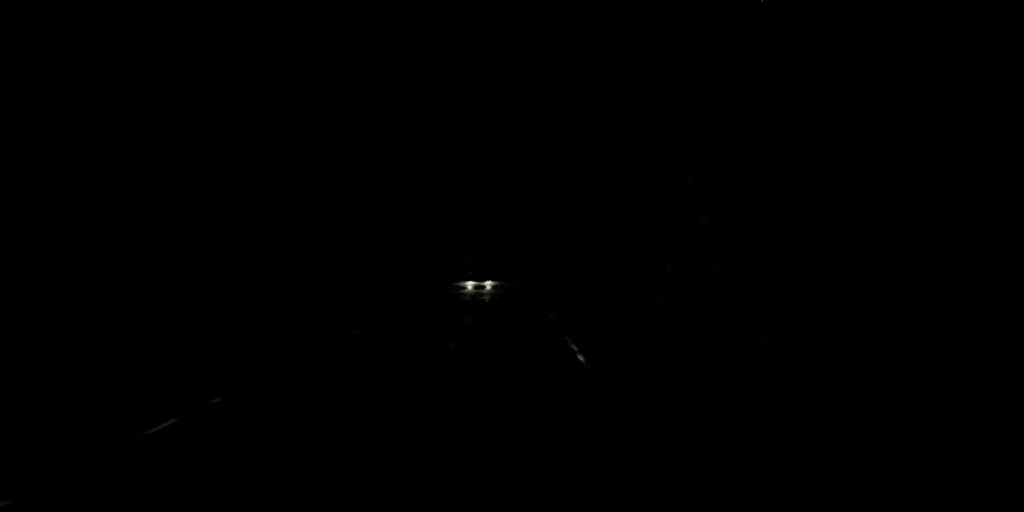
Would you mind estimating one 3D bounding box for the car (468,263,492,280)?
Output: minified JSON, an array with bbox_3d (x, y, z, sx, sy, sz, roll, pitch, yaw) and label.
[{"bbox_3d":[-2.844,1.372,32.918,1.882,1.535,5.008,0,0,0],"label":"car"}]
